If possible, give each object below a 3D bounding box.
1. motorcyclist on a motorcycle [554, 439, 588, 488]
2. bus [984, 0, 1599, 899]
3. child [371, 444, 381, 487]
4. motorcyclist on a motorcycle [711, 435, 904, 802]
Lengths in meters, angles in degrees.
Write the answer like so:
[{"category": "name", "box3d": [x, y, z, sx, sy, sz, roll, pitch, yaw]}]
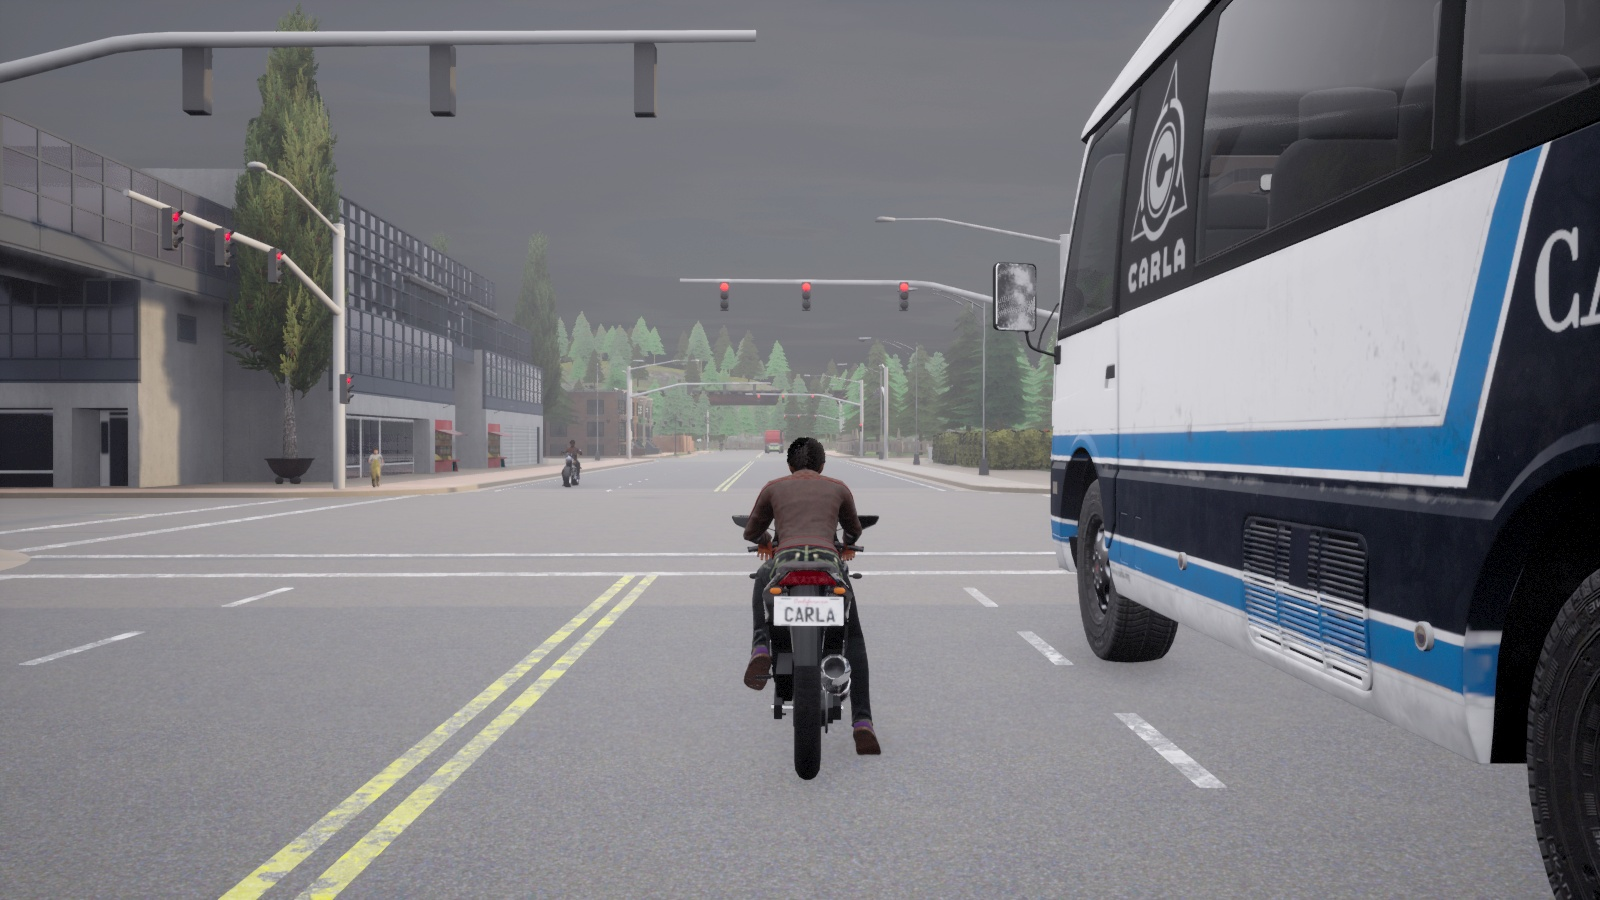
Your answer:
[{"category": "motorcyclist on a motorcycle", "box3d": [-7.852, 0.447, 43.159, 0.766, 1.649, 2.350, 0, 0, -1]}, {"category": "bus", "box3d": [3.533, -0.659, 5.564, 3.944, 4.253, 10.273, 0, 0, 0]}, {"category": "child", "box3d": [-12.751, 0.462, 37.762, 0.270, 1.263, 0.437, 0, 0, -19]}, {"category": "motorcyclist on a motorcycle", "box3d": [0.030, 0.693, 6.236, 0.797, 1.523, 2.044, 0, 0, 0]}]
